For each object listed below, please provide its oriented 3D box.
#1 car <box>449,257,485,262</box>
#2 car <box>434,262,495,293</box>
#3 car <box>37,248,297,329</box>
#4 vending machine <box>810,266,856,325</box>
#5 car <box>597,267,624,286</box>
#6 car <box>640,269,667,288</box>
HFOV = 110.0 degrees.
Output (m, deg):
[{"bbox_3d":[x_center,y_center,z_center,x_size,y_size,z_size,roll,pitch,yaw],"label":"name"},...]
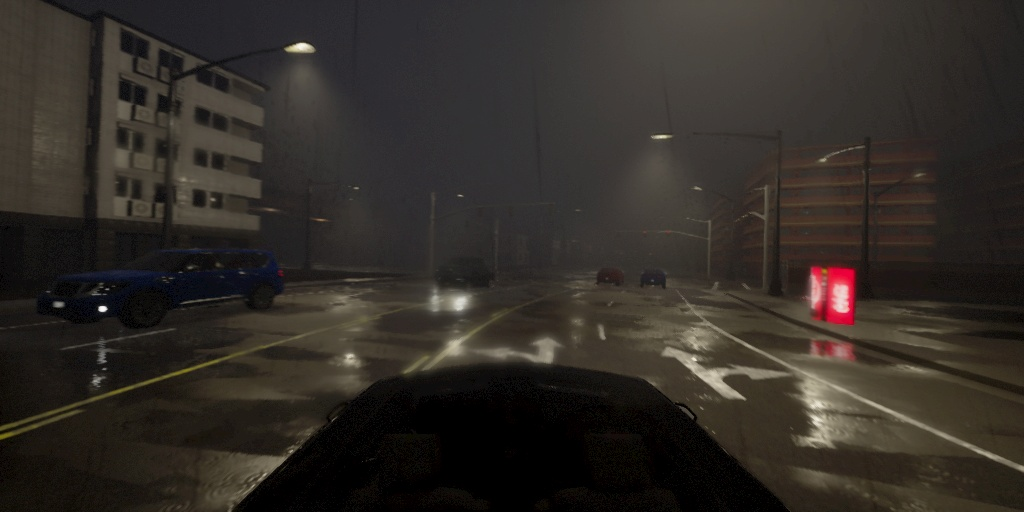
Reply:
[{"bbox_3d":[-3.911,1.098,28.643,2.150,2.045,5.566,1,-1,22],"label":"car"},{"bbox_3d":[-2.699,1.331,22.202,1.882,1.535,5.008,1,-1,21],"label":"car"},{"bbox_3d":[-9.703,0.771,10.797,2.150,2.045,5.566,1,0,11],"label":"car"},{"bbox_3d":[11.079,1.360,12.437,1.100,2.100,0.880,0,0,19],"label":"vending machine"},{"bbox_3d":[8.781,1.734,31.830,1.882,1.535,5.008,1,0,23],"label":"car"},{"bbox_3d":[12.040,1.819,30.559,1.882,1.535,5.008,2,0,23],"label":"car"}]
